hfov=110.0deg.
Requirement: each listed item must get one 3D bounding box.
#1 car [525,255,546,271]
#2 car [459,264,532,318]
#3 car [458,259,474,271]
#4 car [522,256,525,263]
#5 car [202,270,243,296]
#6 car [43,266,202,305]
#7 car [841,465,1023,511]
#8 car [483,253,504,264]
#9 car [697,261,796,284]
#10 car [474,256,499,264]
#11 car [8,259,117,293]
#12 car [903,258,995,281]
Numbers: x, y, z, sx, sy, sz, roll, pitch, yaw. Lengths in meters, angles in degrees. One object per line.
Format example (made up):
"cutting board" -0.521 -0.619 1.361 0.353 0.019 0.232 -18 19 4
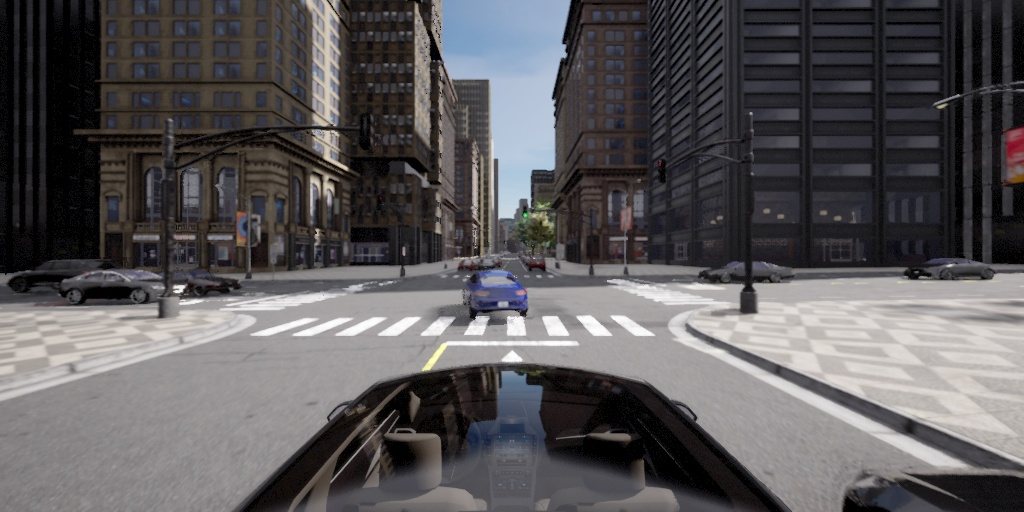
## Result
"car" 3.022 0.875 43.565 2.192 1.841 5.009 0 0 0
"car" -0.710 1.209 12.614 1.812 1.442 4.674 0 1 -11
"car" -5.504 1.105 43.618 1.888 1.381 4.507 0 0 0
"car" 3.129 1.023 60.187 1.948 1.339 4.313 0 0 0
"car" -18.074 1.452 19.832 5.357 1.411 2.033 -1 0 3
"car" -17.767 1.384 16.560 4.902 1.511 2.128 0 0 1
"car" 2.763 1.320 0.243 1.948 1.339 4.313 0 0 0
"car" -2.718 0.855 53.143 2.097 1.767 4.553 0 0 1
"car" 15.004 1.008 23.123 5.357 1.411 2.033 -1 0 4
"car" -2.819 1.052 41.084 1.882 1.535 5.008 0 0 0
"car" -28.824 1.258 23.278 5.566 2.045 2.150 -1 0 0
"car" 28.052 0.826 23.106 4.181 1.385 1.994 -1 0 0
